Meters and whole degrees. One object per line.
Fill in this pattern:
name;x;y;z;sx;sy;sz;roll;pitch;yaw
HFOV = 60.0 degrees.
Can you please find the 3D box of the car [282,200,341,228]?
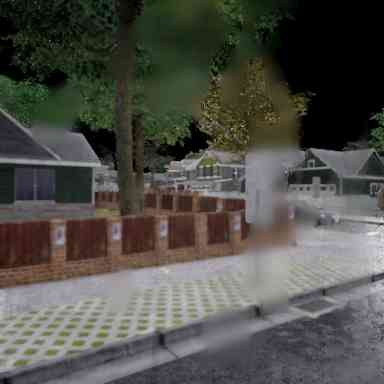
car;6.596;1.249;20.195;2.128;1.511;4.902;0;1;-33
